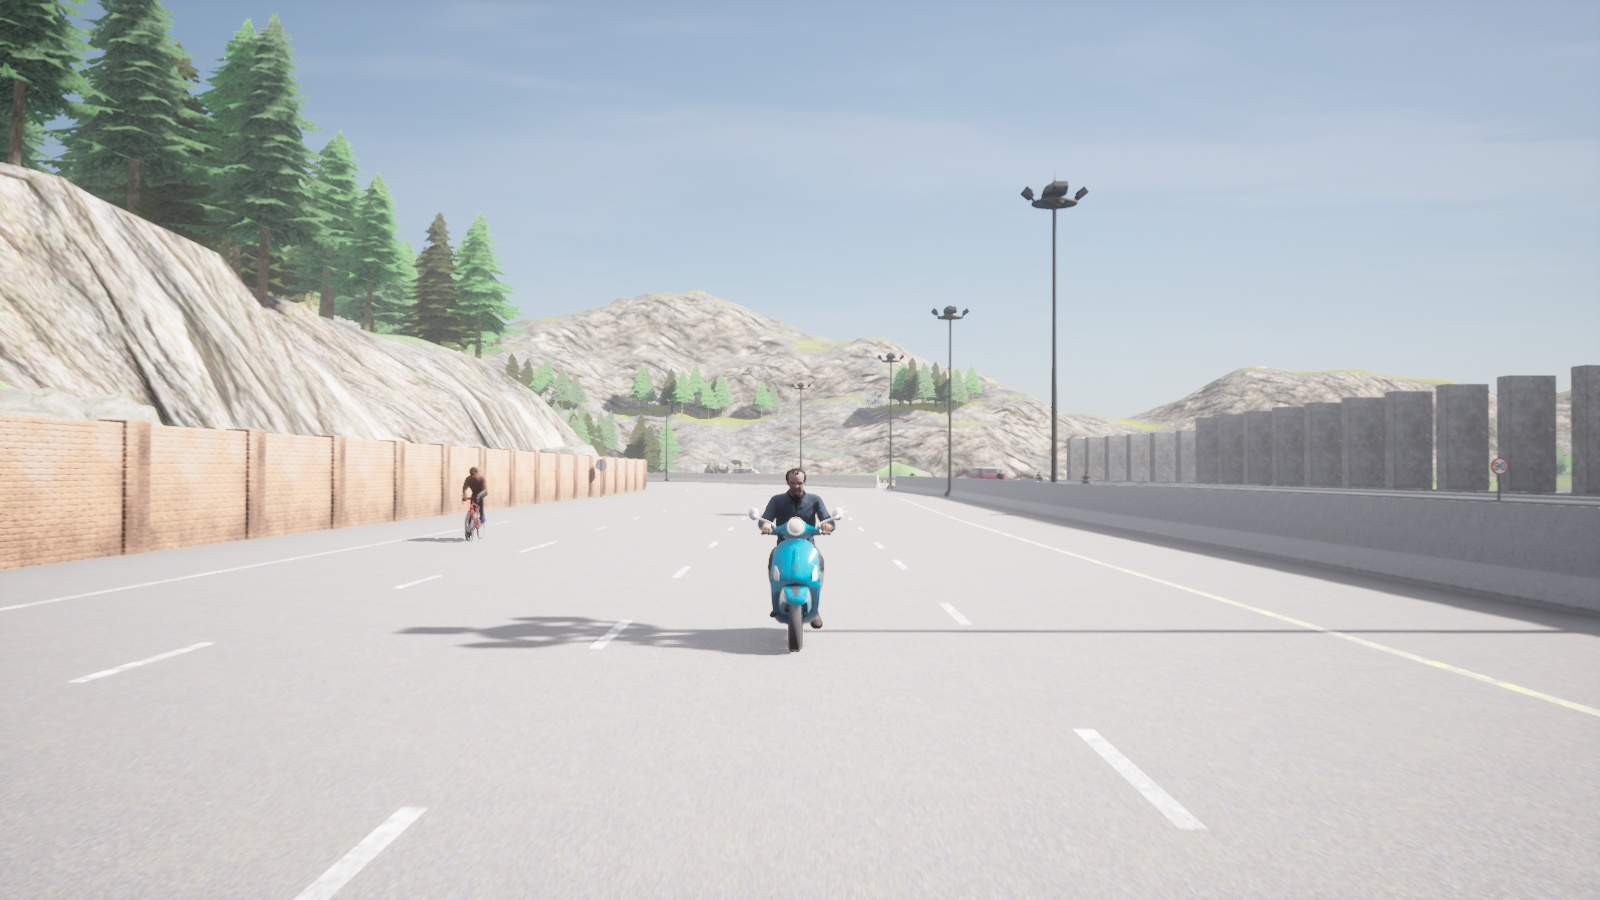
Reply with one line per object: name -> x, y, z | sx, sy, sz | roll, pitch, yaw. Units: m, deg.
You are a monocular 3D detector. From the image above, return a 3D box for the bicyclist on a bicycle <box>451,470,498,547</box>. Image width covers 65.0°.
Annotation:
bicyclist on a bicycle -> -7.072, 1.253, 27.345 | 0.582, 1.620, 1.656 | 0, -1, 0

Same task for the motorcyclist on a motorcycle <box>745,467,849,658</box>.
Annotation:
motorcyclist on a motorcycle -> -0.031, 0.959, 11.441 | 0.866, 1.590, 1.817 | 0, -1, 0
